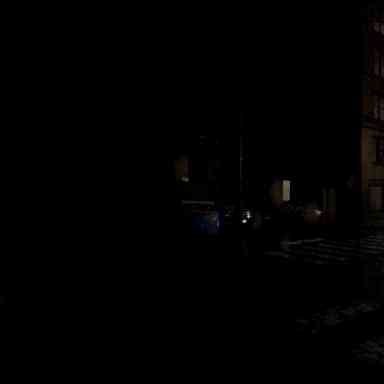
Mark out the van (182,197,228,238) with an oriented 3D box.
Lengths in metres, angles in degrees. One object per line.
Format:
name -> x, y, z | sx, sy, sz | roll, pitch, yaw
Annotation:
van -> -0.199, 1.339, 17.478 | 1.690, 1.788, 3.998 | 0, 0, -35

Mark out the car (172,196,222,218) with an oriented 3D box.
car -> 0.357, 1.290, 31.533 | 2.192, 1.841, 5.009 | 0, 0, -35

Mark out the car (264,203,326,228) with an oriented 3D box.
car -> 6.771, 1.422, 22.388 | 1.967, 1.590, 4.097 | 0, 0, -35

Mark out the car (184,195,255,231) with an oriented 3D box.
car -> 1.310, 1.214, 20.167 | 2.150, 2.045, 5.566 | 0, 0, -33
